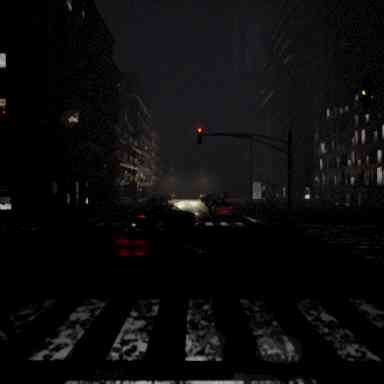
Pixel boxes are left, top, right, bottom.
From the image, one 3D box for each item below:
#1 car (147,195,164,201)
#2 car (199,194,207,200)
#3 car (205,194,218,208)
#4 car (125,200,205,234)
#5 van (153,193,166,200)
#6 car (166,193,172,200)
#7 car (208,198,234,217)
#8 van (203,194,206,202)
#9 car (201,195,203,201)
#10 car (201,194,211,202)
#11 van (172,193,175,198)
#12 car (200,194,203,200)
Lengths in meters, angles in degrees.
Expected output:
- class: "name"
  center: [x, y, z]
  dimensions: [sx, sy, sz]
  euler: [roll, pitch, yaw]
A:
- class: "car"
  center: [-5.558, 1.471, 47.018]
  dimensions: [1.947, 1.339, 4.313]
  euler: [-1, 0, 0]
- class: "car"
  center: [2.948, 1.223, 86.546]
  dimensions: [1.967, 1.590, 4.097]
  euler: [-1, 0, 0]
- class: "car"
  center: [2.753, 1.372, 35.733]
  dimensions: [1.967, 1.590, 4.097]
  euler: [-1, 0, 0]
- class: "car"
  center: [-1.638, 1.460, 19.013]
  dimensions: [2.128, 1.511, 4.902]
  euler: [1, 0, 34]
- class: "van"
  center: [-5.544, 1.231, 52.664]
  dimensions: [1.690, 1.788, 3.998]
  euler: [-1, 0, 0]
- class: "car"
  center: [-5.505, 1.403, 63.955]
  dimensions: [1.887, 1.381, 4.507]
  euler: [-1, 0, 0]
- class: "car"
  center: [2.737, 1.490, 30.088]
  dimensions: [1.887, 1.381, 4.507]
  euler: [-1, 0, 0]
- class: "van"
  center: [2.787, 1.246, 47.025]
  dimensions: [1.690, 1.788, 3.998]
  euler: [-1, 0, 0]
- class: "car"
  center: [2.807, 1.435, 52.671]
  dimensions: [1.887, 1.381, 4.507]
  euler: [-1, 0, 0]
- class: "car"
  center: [2.865, 1.281, 69.608]
  dimensions: [1.967, 1.590, 4.097]
  euler: [-1, 0, 0]
- class: "van"
  center: [-5.473, 1.163, 75.249]
  dimensions: [1.690, 1.788, 3.998]
  euler: [-1, 0, 0]
- class: "car"
  center: [2.841, 1.298, 63.962]
  dimensions: [1.967, 1.590, 4.097]
  euler: [-1, 0, 0]
